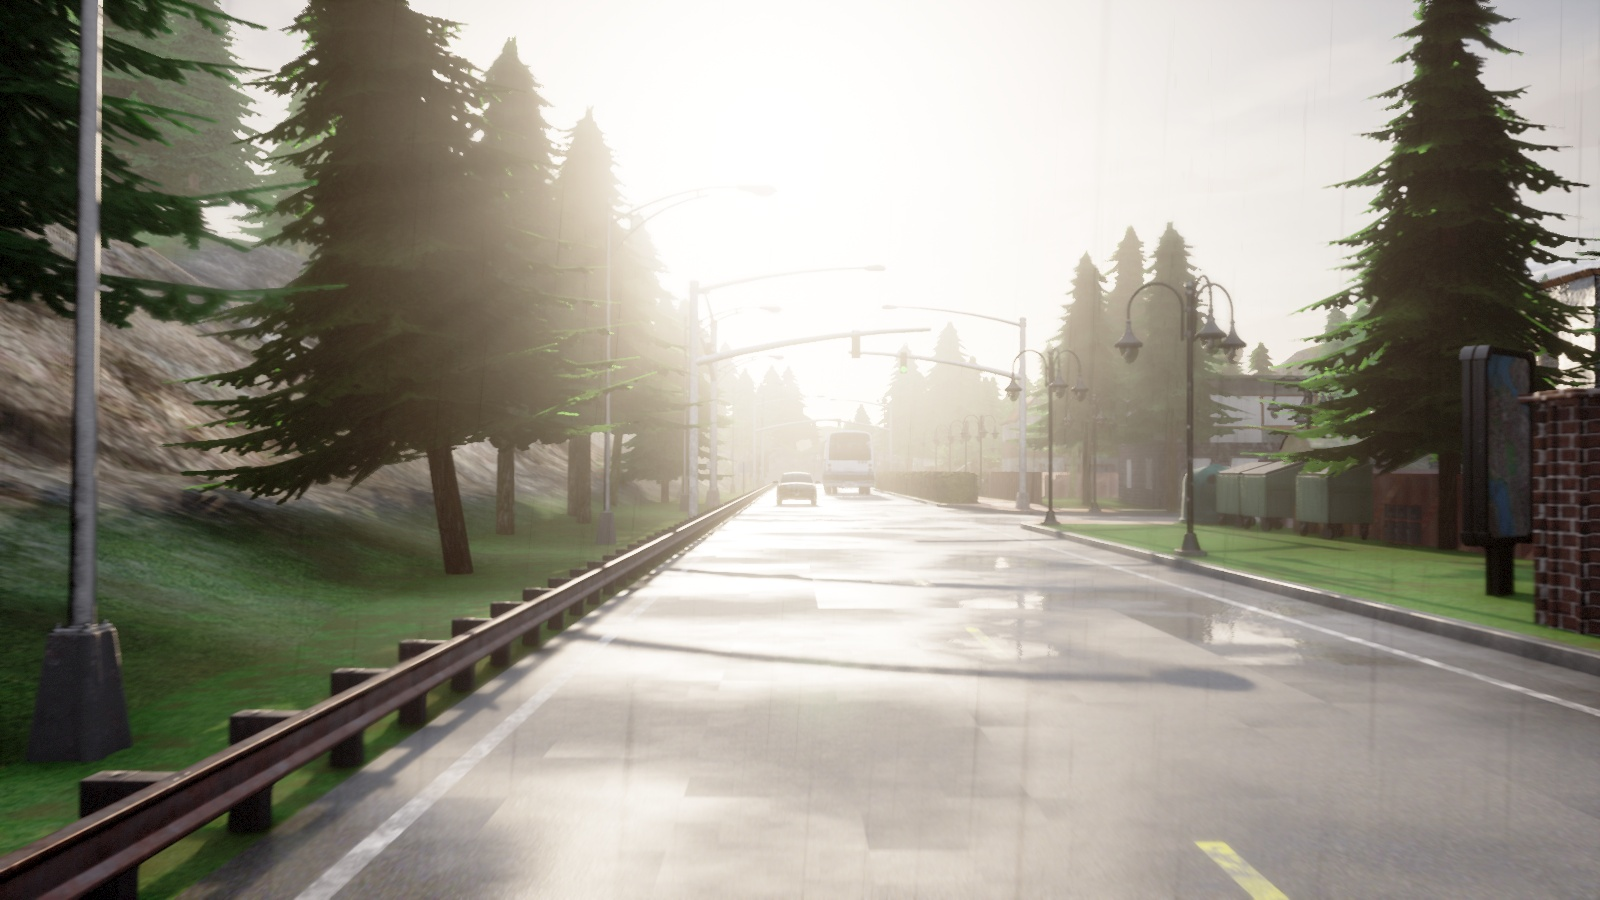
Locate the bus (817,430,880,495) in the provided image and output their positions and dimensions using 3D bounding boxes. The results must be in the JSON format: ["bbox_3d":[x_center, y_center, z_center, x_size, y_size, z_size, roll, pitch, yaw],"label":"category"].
[{"bbox_3d":[3.282,0.906,88.450,3.944,4.253,10.273,0,-1,0],"label":"bus"}]

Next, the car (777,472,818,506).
[{"bbox_3d":[-0.143,1.809,59.044,1.837,1.490,4.892,0,-1,0],"label":"car"}]
